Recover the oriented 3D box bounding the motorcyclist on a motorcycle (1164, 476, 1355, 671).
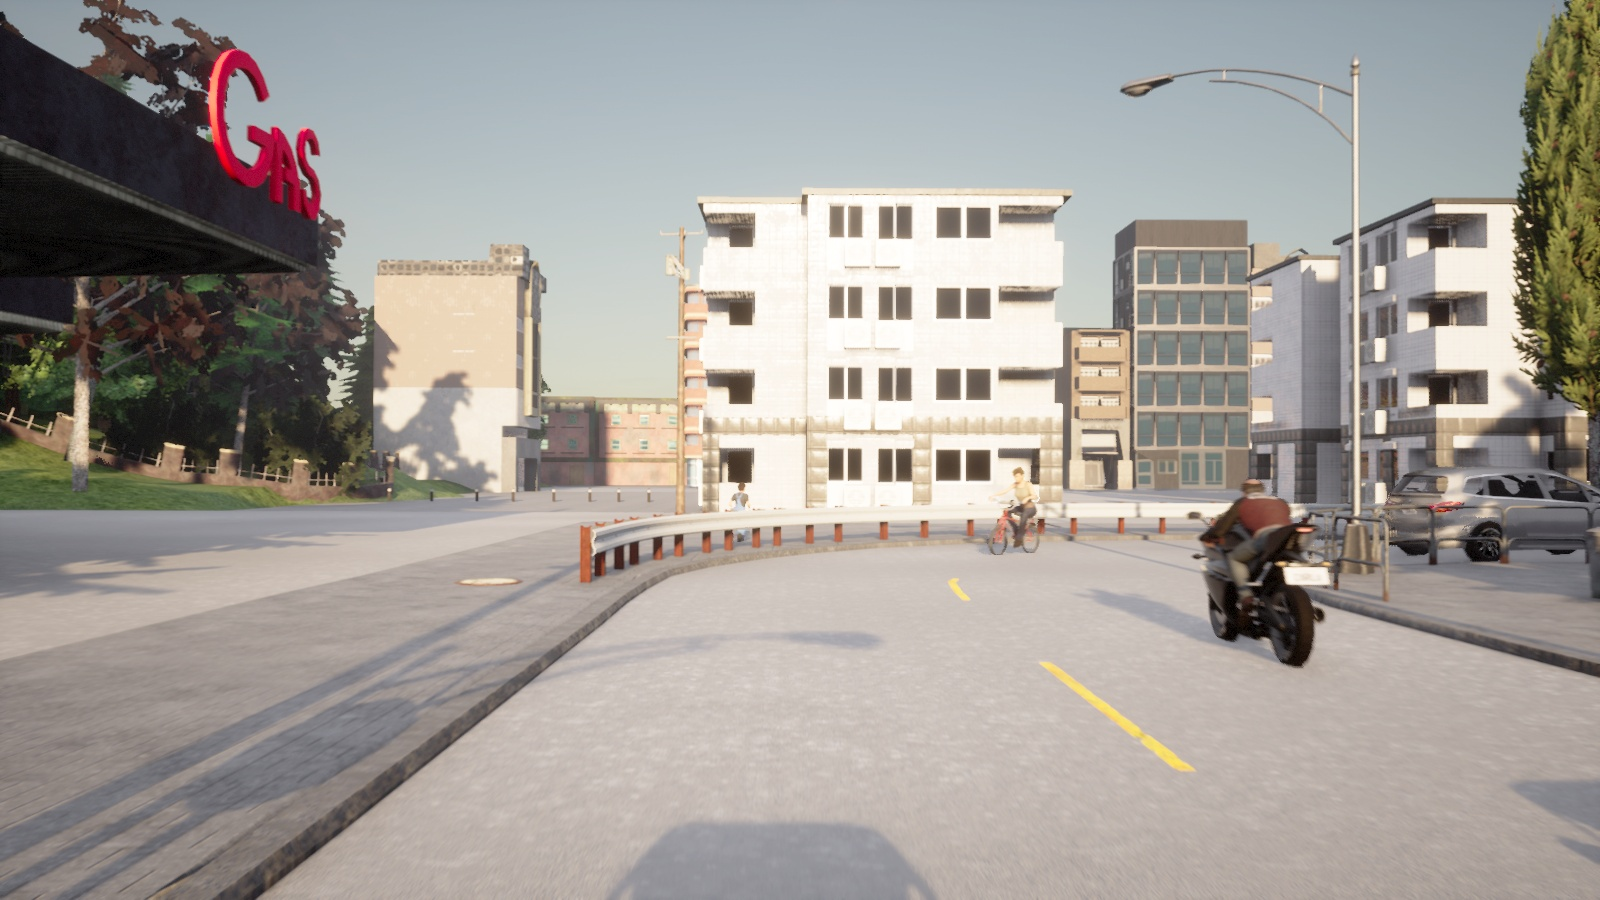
[{"bbox_3d":[3.974,1.004,11.085,0.866,1.530,2.191,0,-1,0],"label":"motorcyclist on a motorcycle"}]

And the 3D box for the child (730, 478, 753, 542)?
[{"bbox_3d":[-1.168,1.198,25.145,0.270,1.263,0.437,-1,-1,31],"label":"child"}]

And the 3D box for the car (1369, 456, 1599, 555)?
[{"bbox_3d":[13.071,0.957,22.627,4.611,1.667,2.242,0,-1,-7],"label":"car"}]

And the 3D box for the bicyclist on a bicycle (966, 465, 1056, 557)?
[{"bbox_3d":[3.887,1.095,23.117,1.509,1.612,0.866,1,1,-44],"label":"bicyclist on a bicycle"}]
